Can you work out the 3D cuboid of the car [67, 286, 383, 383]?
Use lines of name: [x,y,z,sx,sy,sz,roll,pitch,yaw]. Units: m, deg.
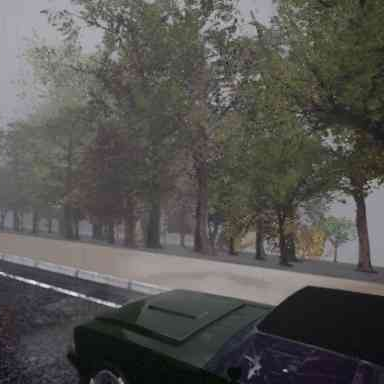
car: [0.996,1.605,2.973,4.718,1.301,1.895,0,0,35]
